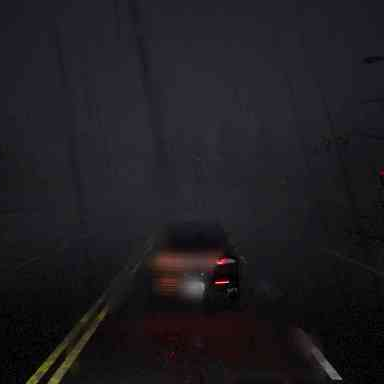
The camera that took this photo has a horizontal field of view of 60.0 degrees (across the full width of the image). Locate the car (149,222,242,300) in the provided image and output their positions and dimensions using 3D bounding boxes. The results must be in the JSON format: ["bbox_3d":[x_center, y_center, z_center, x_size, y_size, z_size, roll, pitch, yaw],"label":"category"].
[{"bbox_3d":[0.071,1.492,8.393,2.128,1.511,4.902,0,0,0],"label":"car"}]

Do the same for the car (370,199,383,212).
[{"bbox_3d":[22.331,1.166,35.993,5.566,2.045,2.150,0,0,0],"label":"car"}]
